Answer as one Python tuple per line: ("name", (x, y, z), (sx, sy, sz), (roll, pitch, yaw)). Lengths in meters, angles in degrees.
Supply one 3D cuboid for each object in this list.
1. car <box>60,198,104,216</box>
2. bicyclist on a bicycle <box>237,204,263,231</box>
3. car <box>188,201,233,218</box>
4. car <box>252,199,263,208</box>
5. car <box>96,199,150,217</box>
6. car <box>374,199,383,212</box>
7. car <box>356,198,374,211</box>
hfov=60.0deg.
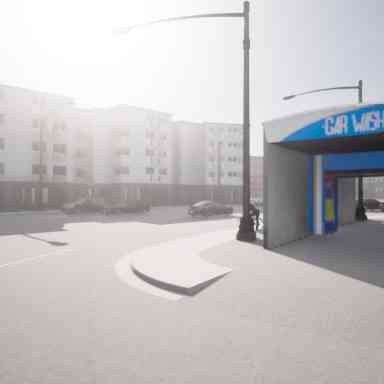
("car", (-10.486, 1.351, 32.645), (2.097, 1.767, 4.553), (0, 0, 42))
("bicyclist on a bicycle", (3.193, 1.301, 18.294), (1.656, 1.620, 0.582), (0, 0, 38))
("car", (1.708, 1.525, 29.853), (4.674, 1.442, 1.812), (0, 0, -42))
("car", (10.643, 1.564, 47.370), (4.181, 1.385, 1.994), (0, 0, -21))
("car", (-6.421, 1.600, 32.068), (1.895, 1.301, 4.718), (0, 0, 44))
("car", (22.874, 1.526, 36.575), (4.674, 1.442, 1.812), (0, 0, -18))
("car", (20.987, 1.505, 39.644), (4.892, 1.490, 1.837), (0, 0, -18))
